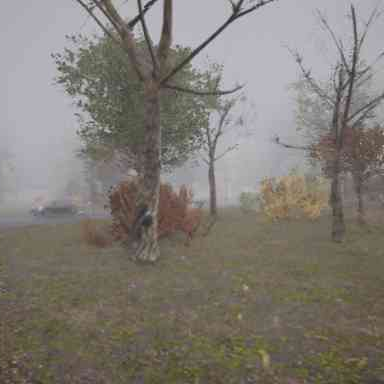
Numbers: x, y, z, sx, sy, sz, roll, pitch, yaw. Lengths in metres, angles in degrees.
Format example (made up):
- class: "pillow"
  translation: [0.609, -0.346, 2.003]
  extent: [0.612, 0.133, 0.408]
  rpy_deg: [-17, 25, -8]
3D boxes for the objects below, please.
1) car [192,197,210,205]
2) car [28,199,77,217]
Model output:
- class: "car"
  translation: [1.224, 1.541, 58.369]
  extent: [2.033, 1.411, 5.357]
  rpy_deg: [-1, 0, 31]
- class: "car"
  translation: [-13.858, 1.518, 33.183]
  extent: [2.097, 1.767, 4.553]
  rpy_deg: [-1, 0, 31]
